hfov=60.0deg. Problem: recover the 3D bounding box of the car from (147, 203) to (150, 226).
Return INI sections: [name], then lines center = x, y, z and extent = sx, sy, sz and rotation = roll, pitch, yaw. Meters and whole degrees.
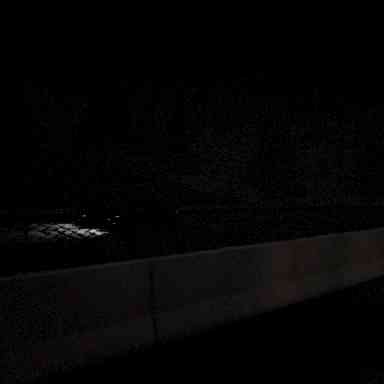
[car]
center = -2.787, 1.299, 18.953
extent = 4.181, 1.385, 1.994
rotation = 0, 1, -33
